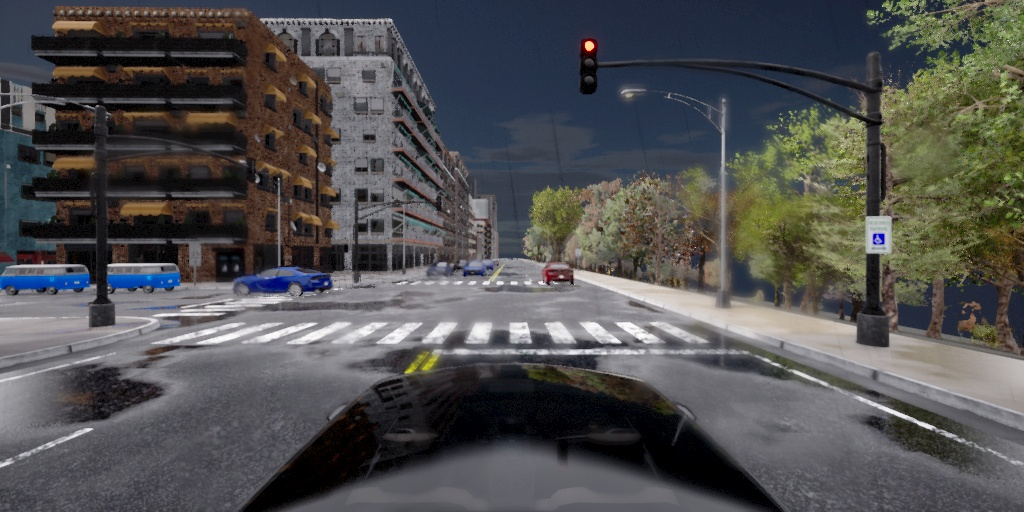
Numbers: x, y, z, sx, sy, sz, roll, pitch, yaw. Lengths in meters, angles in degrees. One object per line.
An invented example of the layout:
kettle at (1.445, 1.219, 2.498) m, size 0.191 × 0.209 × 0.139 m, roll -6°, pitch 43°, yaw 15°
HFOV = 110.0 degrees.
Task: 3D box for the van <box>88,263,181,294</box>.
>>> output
van at (-22.783, 1.347, 21.946) m, size 3.998 × 1.789 × 1.690 m, roll 0°, pitch 0°, yaw -1°

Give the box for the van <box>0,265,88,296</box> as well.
van at (-28.384, 1.421, 21.852) m, size 3.998 × 1.789 × 1.690 m, roll 0°, pitch 0°, yaw -1°

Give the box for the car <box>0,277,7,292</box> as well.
car at (-22.669, 1.621, 13.600) m, size 4.207 × 1.307 × 1.802 m, roll 0°, pitch 0°, yaw -1°

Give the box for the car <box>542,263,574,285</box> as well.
car at (3.271, 1.223, 26.230) m, size 1.882 × 1.535 × 5.008 m, roll 0°, pitch 0°, yaw 0°

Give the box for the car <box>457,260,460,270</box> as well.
car at (-6.742, 1.252, 48.670) m, size 1.837 × 1.490 × 4.892 m, roll 0°, pitch 1°, yaw 0°

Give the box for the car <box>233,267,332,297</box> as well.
car at (-12.356, 1.358, 19.395) m, size 5.008 × 1.535 × 1.882 m, roll -1°, pitch 0°, yaw 7°

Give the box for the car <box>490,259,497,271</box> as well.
car at (-3.494, 1.228, 48.906) m, size 1.882 × 1.535 × 5.008 m, roll 0°, pitch 1°, yaw 0°

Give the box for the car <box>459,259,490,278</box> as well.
car at (-3.450, 1.224, 33.778) m, size 1.882 × 1.535 × 5.008 m, roll 0°, pitch 0°, yaw 0°

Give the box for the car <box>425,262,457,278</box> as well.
car at (-6.700, 1.272, 33.751) m, size 1.812 × 1.442 × 4.674 m, roll 0°, pitch 0°, yaw 0°
